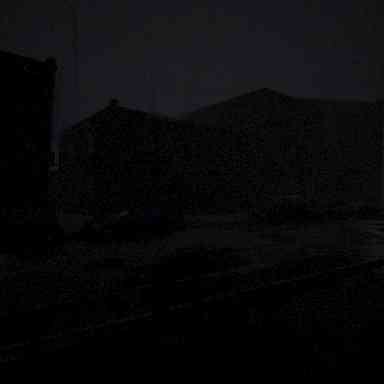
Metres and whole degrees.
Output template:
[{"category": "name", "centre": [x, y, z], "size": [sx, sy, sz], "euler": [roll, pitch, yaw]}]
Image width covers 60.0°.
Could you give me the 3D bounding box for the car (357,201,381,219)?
[{"category": "car", "centre": [14.894, 1.516, 29.359], "size": [4.674, 1.452, 2.002], "euler": [0, -2, -36]}]

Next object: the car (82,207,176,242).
[{"category": "car", "centre": [-3.004, 1.501, 16.499], "size": [4.674, 1.452, 2.002], "euler": [0, 0, -36]}]

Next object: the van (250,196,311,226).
[{"category": "van", "centre": [5.879, 1.242, 22.870], "size": [4.442, 1.987, 1.878], "euler": [0, 0, -36]}]

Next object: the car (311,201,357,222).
[{"category": "car", "centre": [10.438, 1.501, 26.141], "size": [4.792, 1.488, 2.163], "euler": [0, 0, -36]}]

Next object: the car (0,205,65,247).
[{"category": "car", "centre": [-7.572, 1.332, 13.222], "size": [4.553, 1.767, 2.185], "euler": [0, 0, -36]}]
